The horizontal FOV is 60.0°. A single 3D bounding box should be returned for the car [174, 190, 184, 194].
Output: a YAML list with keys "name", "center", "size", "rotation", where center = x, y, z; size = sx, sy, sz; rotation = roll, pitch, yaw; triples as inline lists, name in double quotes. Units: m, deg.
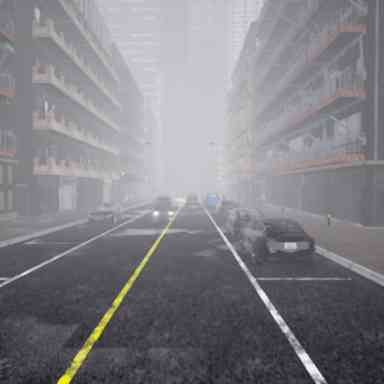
- name: "car"
  center: [-2.929, 0.415, 79.212]
  size: [2.150, 2.045, 5.566]
  rotation: [0, 0, 0]

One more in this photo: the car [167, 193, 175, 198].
- name: "car"
  center: [-5.620, 0.979, 89.622]
  size: [1.947, 1.339, 4.313]
  rotation: [-1, 0, 0]

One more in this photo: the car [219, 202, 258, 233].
- name: "car"
  center: [2.695, 1.438, 16.762]
  size: [2.008, 1.369, 4.403]
  rotation: [-1, 0, 0]

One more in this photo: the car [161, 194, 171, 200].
- name: "car"
  center: [-5.635, 1.102, 72.817]
  size: [1.802, 1.307, 4.206]
  rotation: [-1, 0, 0]

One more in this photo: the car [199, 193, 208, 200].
- name: "car"
  center: [2.750, 1.035, 78.383]
  size: [2.008, 1.369, 4.403]
  rotation: [-1, 0, 0]

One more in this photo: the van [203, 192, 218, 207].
- name: "van"
  center: [2.717, 1.043, 44.770]
  size: [1.690, 1.788, 3.998]
  rotation: [-1, 0, 0]

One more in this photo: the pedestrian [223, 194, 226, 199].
- name: "pedestrian"
  center: [3.028, 1.082, 31.598]
  size: [0.375, 1.860, 0.375]
  rotation: [-1, 1, -3]

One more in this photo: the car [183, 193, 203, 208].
- name: "car"
  center: [0.057, 1.261, 43.017]
  size: [2.033, 1.411, 5.357]
  rotation: [0, 0, 1]

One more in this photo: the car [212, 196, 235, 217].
- name: "car"
  center: [3.026, 1.334, 28.775]
  size: [1.812, 1.442, 4.674]
  rotation: [0, 0, 0]

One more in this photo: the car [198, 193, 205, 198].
- name: "car"
  center: [2.765, 0.902, 95.358]
  size: [1.752, 1.417, 4.829]
  rotation: [-1, 0, 0]

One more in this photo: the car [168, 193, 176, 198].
- name: "car"
  center: [-5.615, 0.929, 95.224]
  size: [2.008, 1.369, 4.403]
  rotation: [-1, 0, 0]

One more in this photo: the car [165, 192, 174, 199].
- name: "car"
  center: [-5.627, 0.889, 84.020]
  size: [1.967, 1.590, 4.097]
  rotation: [-1, 0, 0]

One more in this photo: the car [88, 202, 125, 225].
- name: "car"
  center: [-5.680, 1.401, 22.400]
  size: [2.008, 1.369, 4.403]
  rotation: [-1, 0, 0]

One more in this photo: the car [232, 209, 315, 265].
- name: "car"
  center: [2.690, 1.490, 11.160]
  size: [1.947, 1.339, 4.313]
  rotation: [-1, 0, 0]

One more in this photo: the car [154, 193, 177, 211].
- name: "car"
  center: [-3.061, 1.230, 37.096]
  size: [1.882, 1.535, 5.008]
  rotation: [0, 0, 0]

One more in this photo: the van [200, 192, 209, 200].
- name: "van"
  center: [2.742, 0.861, 72.779]
  size: [1.690, 1.788, 3.998]
  rotation: [-1, 0, 0]

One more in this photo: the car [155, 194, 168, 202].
- name: "car"
  center: [-5.645, 1.158, 61.613]
  size: [1.947, 1.339, 4.313]
  rotation: [-1, 0, 0]

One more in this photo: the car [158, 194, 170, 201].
- name: "car"
  center: [-5.641, 1.101, 67.215]
  size: [1.887, 1.381, 4.507]
  rotation: [-1, 0, 0]
